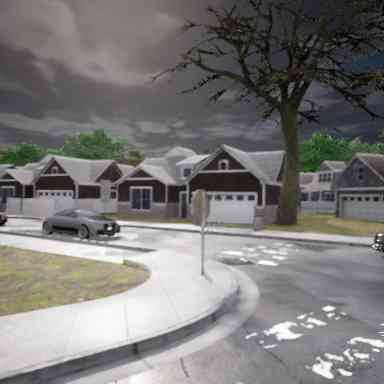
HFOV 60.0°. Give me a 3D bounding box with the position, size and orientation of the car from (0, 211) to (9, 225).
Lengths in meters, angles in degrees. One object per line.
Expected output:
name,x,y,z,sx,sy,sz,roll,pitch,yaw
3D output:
car,-13.897,1.463,21.584,4.181,1.385,1.994,1,-1,29

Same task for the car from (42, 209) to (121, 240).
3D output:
car,-5.655,1.550,16.945,4.181,1.385,1.994,1,-1,30

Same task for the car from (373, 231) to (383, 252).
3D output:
car,9.004,1.674,11.419,4.892,1.490,1.837,1,0,33
